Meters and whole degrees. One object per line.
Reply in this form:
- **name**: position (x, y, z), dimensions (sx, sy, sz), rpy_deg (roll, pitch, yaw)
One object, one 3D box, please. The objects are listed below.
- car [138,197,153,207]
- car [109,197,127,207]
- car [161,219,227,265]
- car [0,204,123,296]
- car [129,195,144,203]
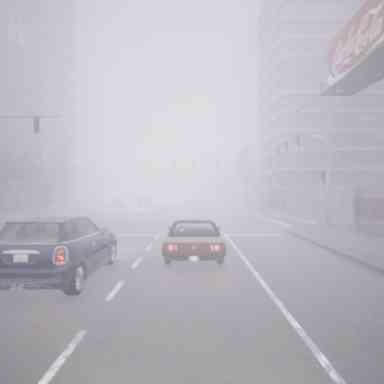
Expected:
- **car**: position (-7.053, 1.496, 50.957), dimensions (2.128, 1.511, 4.902), rpy_deg (0, 0, 0)
- **car**: position (-10.571, 1.508, 47.700), dimensions (1.837, 1.490, 4.892), rpy_deg (0, 0, 0)
- **car**: position (0.073, 1.602, 11.656), dimensions (1.895, 1.301, 4.718), rpy_deg (0, 0, 0)
- **car**: position (-3.443, 1.353, 8.842), dimensions (2.097, 1.767, 4.553), rpy_deg (0, 0, 0)
- **car**: position (-10.497, 1.319, 63.149), dimensions (1.895, 1.301, 4.718), rpy_deg (0, 0, 0)
